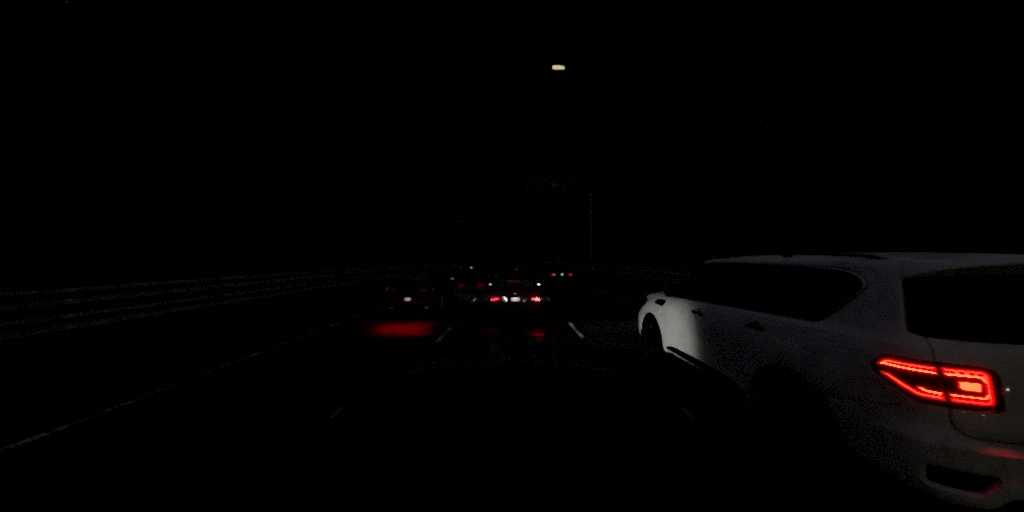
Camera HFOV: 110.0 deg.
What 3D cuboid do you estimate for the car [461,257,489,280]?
[{"bbox_3d":[-3.408,1.086,32.755,2.150,2.045,5.566,0,0,0],"label":"car"}]

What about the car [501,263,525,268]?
[{"bbox_3d":[0.091,1.374,33.629,1.837,1.490,4.892,0,0,0],"label":"car"}]

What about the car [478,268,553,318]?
[{"bbox_3d":[0.096,1.336,13.120,2.033,1.411,5.357,0,0,0],"label":"car"}]

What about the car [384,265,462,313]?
[{"bbox_3d":[-3.404,1.270,14.176,1.882,1.535,5.008,0,0,0],"label":"car"}]

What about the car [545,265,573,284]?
[{"bbox_3d":[3.592,1.394,28.236,2.033,1.411,5.357,0,0,0],"label":"car"}]

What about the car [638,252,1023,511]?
[{"bbox_3d":[3.588,0.984,4.805,2.150,2.045,5.566,0,0,0],"label":"car"}]
